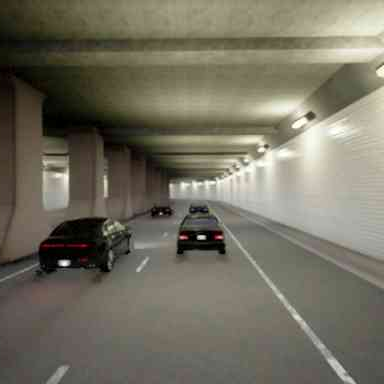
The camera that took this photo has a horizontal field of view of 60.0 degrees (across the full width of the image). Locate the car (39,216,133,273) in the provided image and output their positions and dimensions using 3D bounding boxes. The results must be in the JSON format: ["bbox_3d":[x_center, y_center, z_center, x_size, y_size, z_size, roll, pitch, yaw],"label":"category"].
[{"bbox_3d":[-3.193,1.556,10.844,1.837,1.490,4.892,0,0,1],"label":"car"}]

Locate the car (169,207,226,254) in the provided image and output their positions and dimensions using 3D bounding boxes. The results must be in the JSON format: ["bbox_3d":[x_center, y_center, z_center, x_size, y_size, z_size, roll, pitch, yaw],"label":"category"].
[{"bbox_3d":[0.357,1.580,13.678,2.033,1.411,5.357,0,0,1],"label":"car"}]

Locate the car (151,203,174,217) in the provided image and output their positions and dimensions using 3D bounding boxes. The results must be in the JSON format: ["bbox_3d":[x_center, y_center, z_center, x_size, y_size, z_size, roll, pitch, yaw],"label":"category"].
[{"bbox_3d":[-2.819,1.705,32.877,1.895,1.301,4.718,0,0,1],"label":"car"}]

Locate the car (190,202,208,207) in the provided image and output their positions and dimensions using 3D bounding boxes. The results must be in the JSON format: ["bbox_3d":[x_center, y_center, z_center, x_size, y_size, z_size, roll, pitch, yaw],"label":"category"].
[{"bbox_3d":[0.680,1.679,32.815,1.895,1.301,4.718,0,0,1],"label":"car"}]
